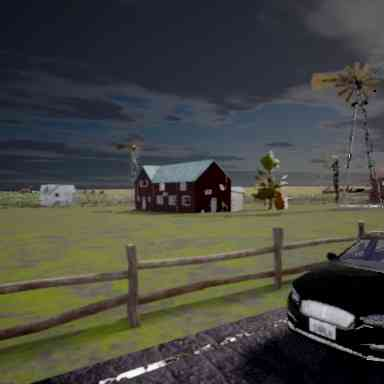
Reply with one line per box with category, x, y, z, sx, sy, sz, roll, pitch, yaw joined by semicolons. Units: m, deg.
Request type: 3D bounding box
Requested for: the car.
car;3.667;1.488;5.683;4.902;1.511;2.128;0;0;-35
